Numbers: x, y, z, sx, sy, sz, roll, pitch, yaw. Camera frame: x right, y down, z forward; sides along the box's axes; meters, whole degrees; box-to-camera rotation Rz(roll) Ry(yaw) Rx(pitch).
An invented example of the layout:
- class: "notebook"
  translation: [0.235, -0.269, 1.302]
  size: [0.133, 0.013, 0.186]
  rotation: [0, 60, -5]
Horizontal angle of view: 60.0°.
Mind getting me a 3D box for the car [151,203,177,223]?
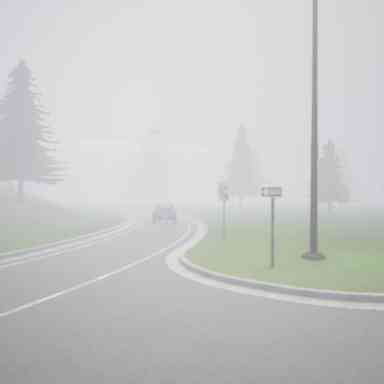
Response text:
- class: "car"
  translation: [-2.205, 1.616, 26.511]
  size: [2.128, 1.511, 4.902]
  rotation: [1, 0, -6]
